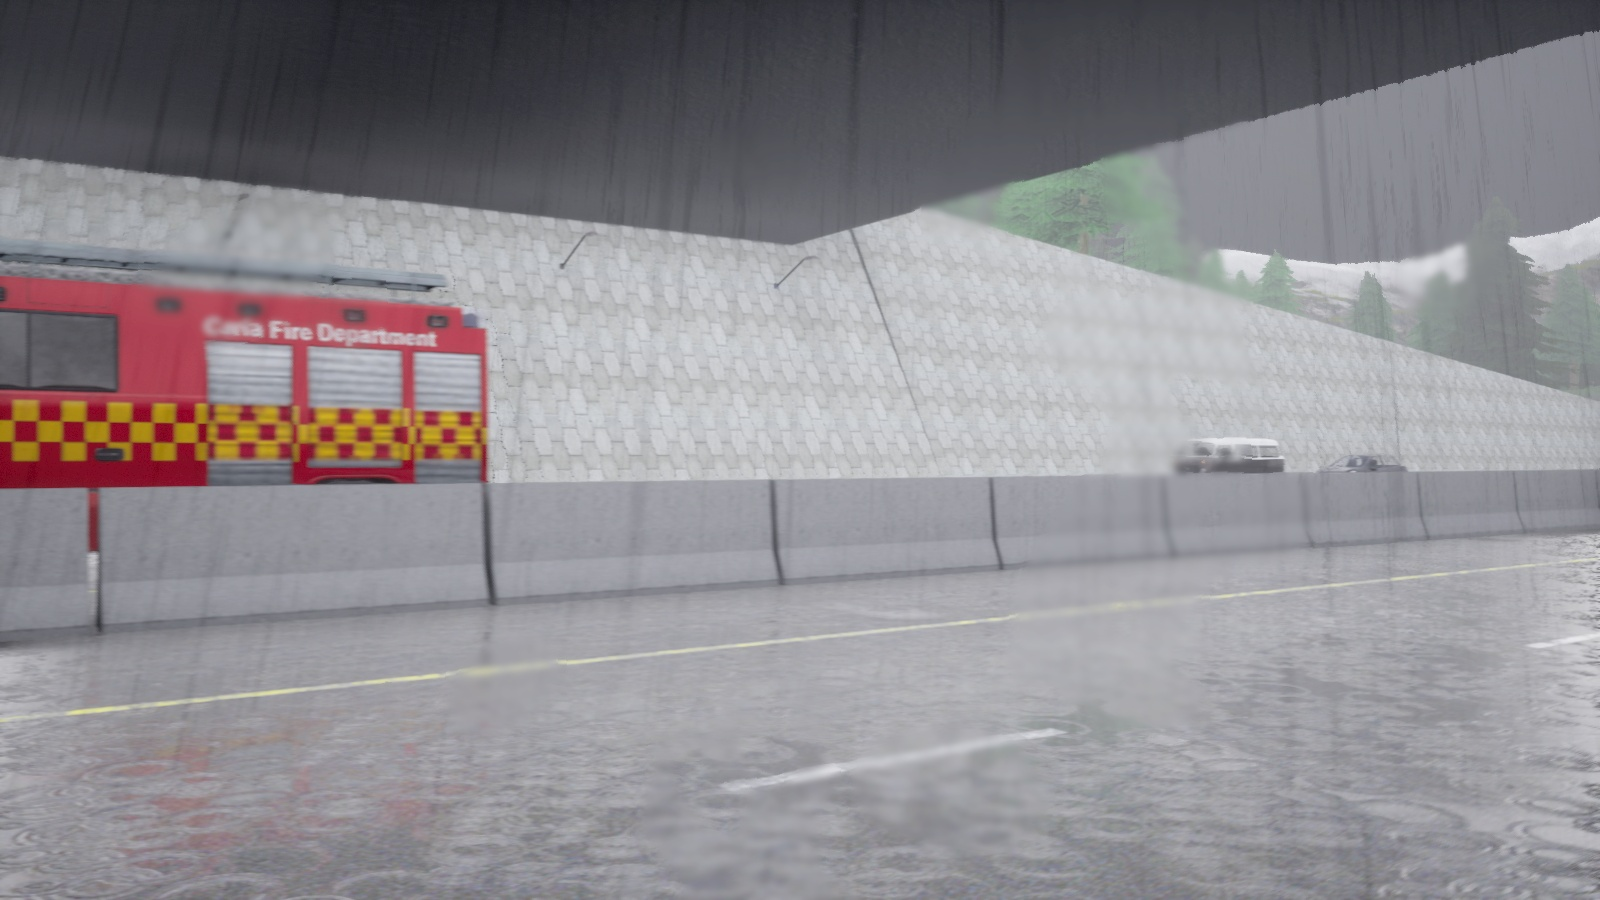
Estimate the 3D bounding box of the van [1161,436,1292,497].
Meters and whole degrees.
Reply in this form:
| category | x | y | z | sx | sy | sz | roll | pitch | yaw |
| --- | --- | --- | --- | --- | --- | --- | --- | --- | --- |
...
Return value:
| category | x | y | z | sx | sy | sz | roll | pitch | yaw |
| --- | --- | --- | --- | --- | --- | --- | --- | --- | --- |
| van | 14.929 | 0.544 | 43.859 | 4.480 | 2.038 | 2.069 | 0 | 0 | -35 |

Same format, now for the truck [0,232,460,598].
| category | x | y | z | sx | sy | sz | roll | pitch | yaw |
| --- | --- | --- | --- | --- | --- | --- | --- | --- | --- |
| truck | -8.622 | -0.365 | 14.721 | 8.468 | 3.827 | 2.891 | 0 | 0 | -35 |

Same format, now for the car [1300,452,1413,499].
| category | x | y | z | sx | sy | sz | roll | pitch | yaw |
| --- | --- | --- | --- | --- | --- | --- | --- | --- | --- |
| car | 18.739 | 0.823 | 42.243 | 3.633 | 1.501 | 1.845 | 0 | 0 | -35 |
